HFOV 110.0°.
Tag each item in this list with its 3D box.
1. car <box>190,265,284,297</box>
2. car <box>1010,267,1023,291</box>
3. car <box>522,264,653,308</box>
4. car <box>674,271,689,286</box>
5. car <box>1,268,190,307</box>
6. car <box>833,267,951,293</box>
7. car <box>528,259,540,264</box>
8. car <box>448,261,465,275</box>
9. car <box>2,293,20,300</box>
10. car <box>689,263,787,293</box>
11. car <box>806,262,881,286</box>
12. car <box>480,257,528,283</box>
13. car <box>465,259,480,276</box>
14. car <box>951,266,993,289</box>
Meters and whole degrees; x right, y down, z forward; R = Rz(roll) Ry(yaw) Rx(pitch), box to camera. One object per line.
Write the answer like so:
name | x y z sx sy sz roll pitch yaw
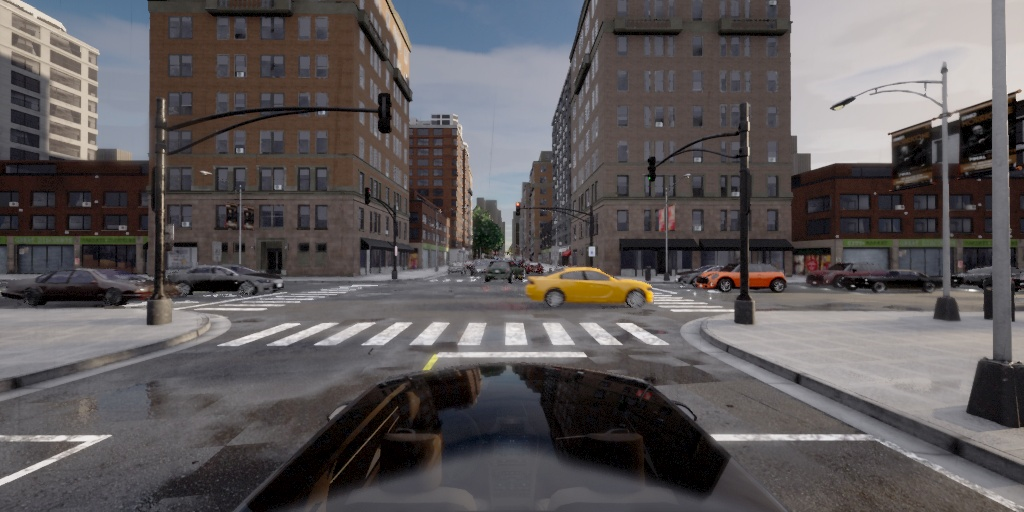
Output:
car | -13.974 1.174 17.632 4.902 1.511 2.128 0 0 -3
car | 32.316 1.479 21.303 4.181 1.385 1.994 0 0 -1
car | 3.028 1.205 14.377 5.008 1.535 1.882 0 0 0
car | 13.691 1.348 24.431 4.902 1.511 2.128 0 0 0
car | -16.511 1.192 14.227 5.357 1.411 2.033 0 0 -1
car | 22.377 1.470 21.232 4.718 1.301 1.895 0 0 -1
car | 2.461 1.324 39.940 1.888 1.381 4.507 0 0 -1
car | -6.064 1.329 39.847 2.007 1.370 4.403 0 0 -1
car | -5.855 1.189 1.486 1.967 1.591 4.097 0 0 0
car | 13.391 1.181 21.163 4.553 1.767 2.097 0 0 0
car | 22.885 1.250 24.486 4.553 1.767 2.097 0 0 -1
car | -0.504 1.116 27.854 2.097 1.767 4.553 0 0 16
car | -3.268 1.267 37.591 2.128 1.511 4.902 0 0 0
car | 32.769 1.448 24.556 4.892 1.490 1.837 0 0 0
